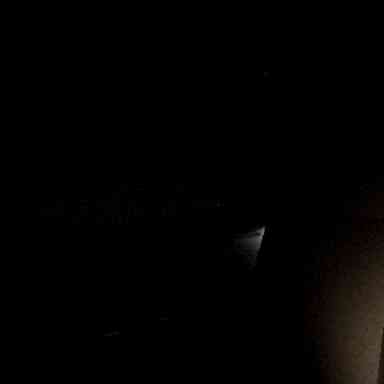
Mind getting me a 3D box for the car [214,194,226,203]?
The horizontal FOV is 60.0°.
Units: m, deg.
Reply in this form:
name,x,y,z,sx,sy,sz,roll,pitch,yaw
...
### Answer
name,x,y,z,sx,sy,sz,roll,pitch,yaw
car,5.659,1.590,70.184,2.033,1.411,5.357,0,0,-12
